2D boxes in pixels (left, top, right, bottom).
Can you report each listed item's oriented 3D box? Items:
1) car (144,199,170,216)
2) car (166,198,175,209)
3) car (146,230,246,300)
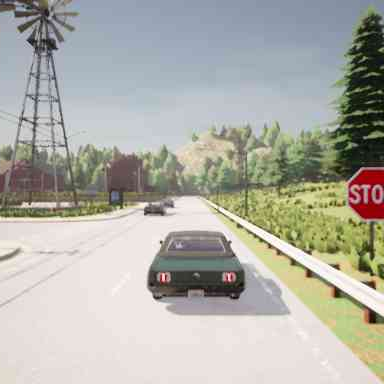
[{"bbox_3d":[-3.576,1.626,32.830,1.895,1.301,4.718,0,0,0],"label":"car"},{"bbox_3d":[-3.498,1.600,46.698,1.994,1.385,4.181,0,0,1],"label":"car"},{"bbox_3d":[0.090,1.607,8.381,1.895,1.301,4.718,0,0,0],"label":"car"}]
